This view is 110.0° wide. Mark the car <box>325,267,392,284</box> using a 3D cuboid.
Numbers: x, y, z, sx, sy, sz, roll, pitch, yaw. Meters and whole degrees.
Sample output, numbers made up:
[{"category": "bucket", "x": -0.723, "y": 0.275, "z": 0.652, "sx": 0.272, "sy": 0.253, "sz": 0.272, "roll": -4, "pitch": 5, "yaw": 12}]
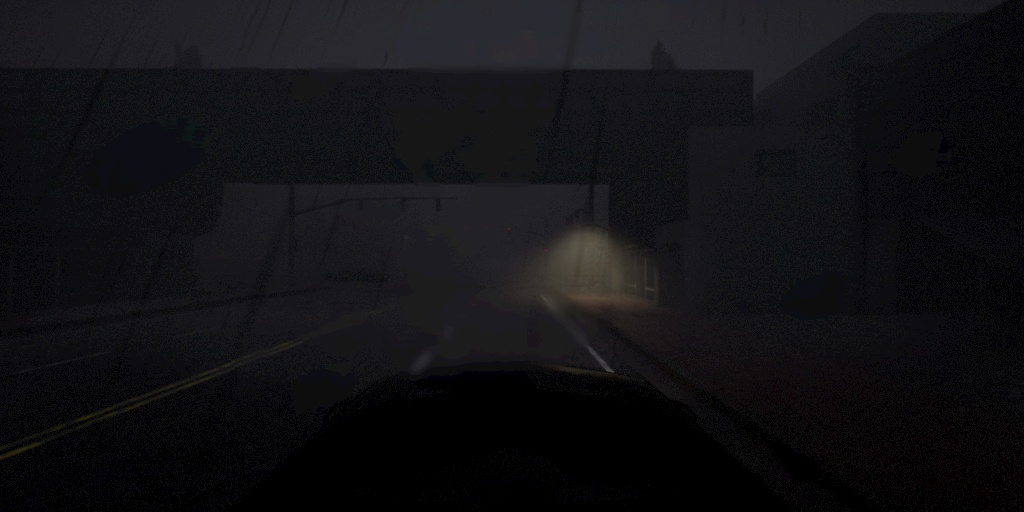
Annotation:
[{"category": "car", "x": -13.396, "y": 1.699, "z": 31.393, "sx": 5.357, "sy": 1.411, "sz": 2.033, "roll": 0, "pitch": -1, "yaw": 0}]
